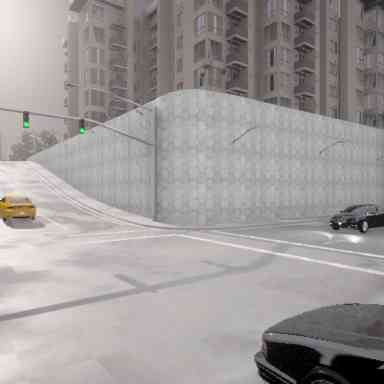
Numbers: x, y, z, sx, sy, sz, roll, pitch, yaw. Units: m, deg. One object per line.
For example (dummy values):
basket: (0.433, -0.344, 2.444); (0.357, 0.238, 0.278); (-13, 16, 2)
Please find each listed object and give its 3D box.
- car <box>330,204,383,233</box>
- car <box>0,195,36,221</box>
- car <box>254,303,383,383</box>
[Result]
car: (10.192, 1.505, 19.868); (4.892, 1.490, 1.837); (0, 0, -36)
car: (-12.213, 0.955, 23.065); (1.882, 1.535, 5.008); (0, 5, -36)
car: (2.893, 1.548, 2.046); (2.033, 1.411, 5.357); (0, 0, -36)
